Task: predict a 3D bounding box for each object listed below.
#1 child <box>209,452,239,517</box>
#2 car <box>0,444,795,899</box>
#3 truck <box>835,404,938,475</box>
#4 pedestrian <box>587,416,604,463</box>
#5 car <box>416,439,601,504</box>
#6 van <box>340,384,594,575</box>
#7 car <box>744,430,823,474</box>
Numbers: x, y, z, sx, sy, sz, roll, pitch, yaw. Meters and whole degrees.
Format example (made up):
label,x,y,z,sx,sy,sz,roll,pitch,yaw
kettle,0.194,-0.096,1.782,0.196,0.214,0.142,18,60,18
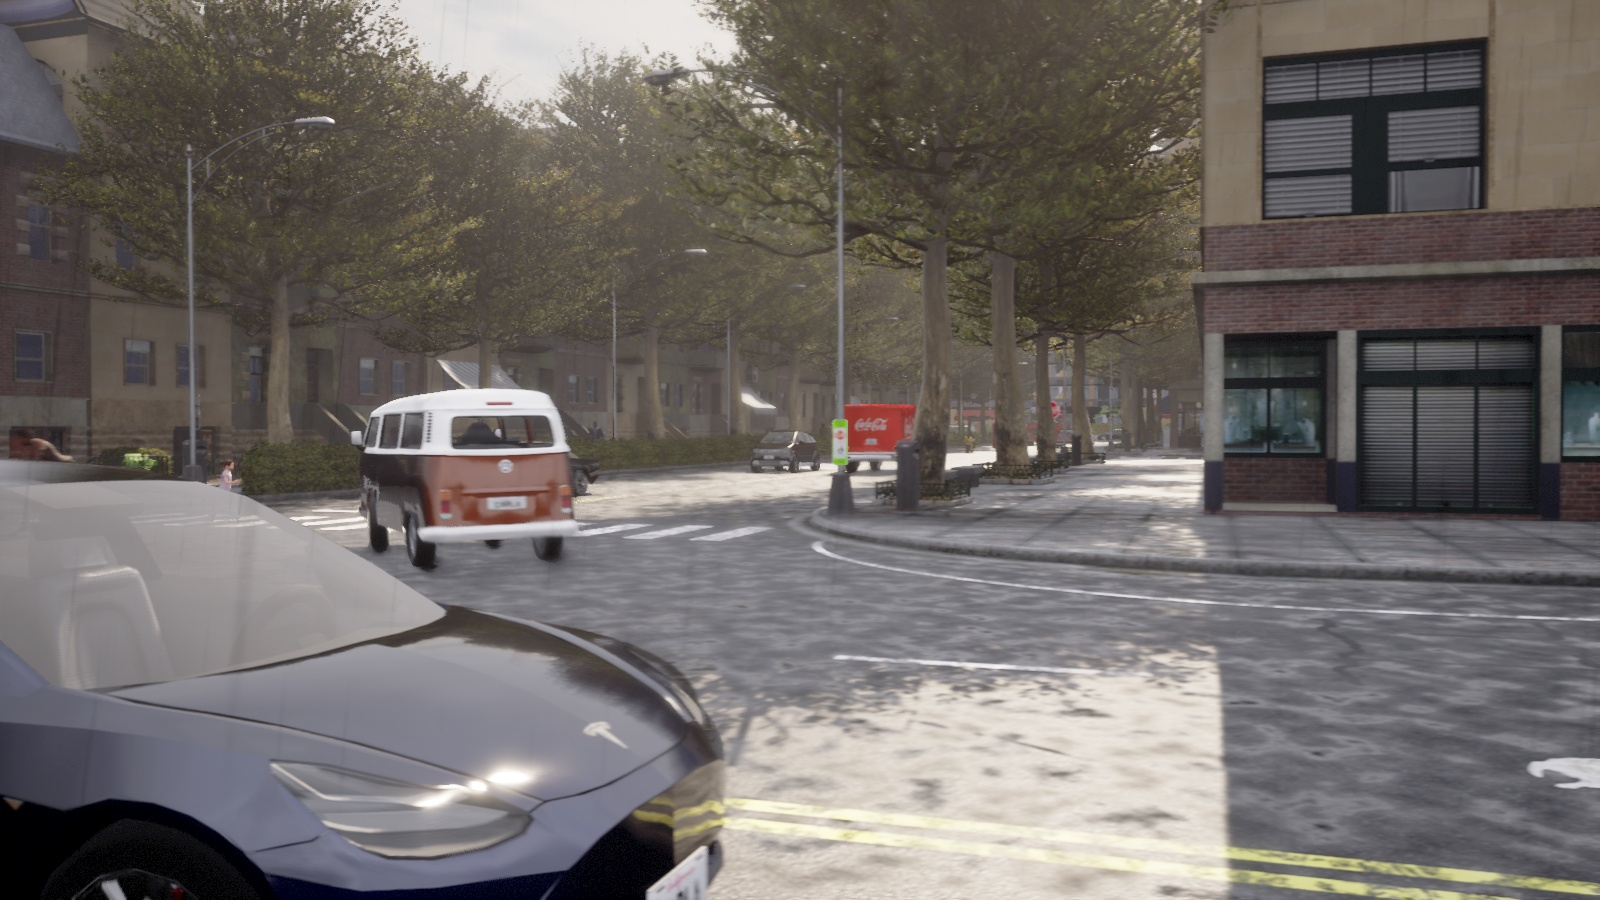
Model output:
label,x,y,z,sx,sy,sz,roll,pitch,yaw
child,-9.983,0.601,21.772,0.394,1.110,0.255,0,1,5
car,-2.635,0.744,4.075,4.792,1.488,2.163,1,1,19
truck,3.308,-0.419,46.889,2.627,2.467,5.204,1,1,18
pedestrian,-8.685,-0.444,53.354,0.423,1.949,0.788,1,1,19
car,-6.468,0.422,28.479,1.895,1.301,4.718,1,1,18
van,-4.347,0.264,15.855,2.069,2.038,4.480,-1,1,-28
car,-0.578,0.037,46.297,1.789,1.549,3.705,1,1,18
